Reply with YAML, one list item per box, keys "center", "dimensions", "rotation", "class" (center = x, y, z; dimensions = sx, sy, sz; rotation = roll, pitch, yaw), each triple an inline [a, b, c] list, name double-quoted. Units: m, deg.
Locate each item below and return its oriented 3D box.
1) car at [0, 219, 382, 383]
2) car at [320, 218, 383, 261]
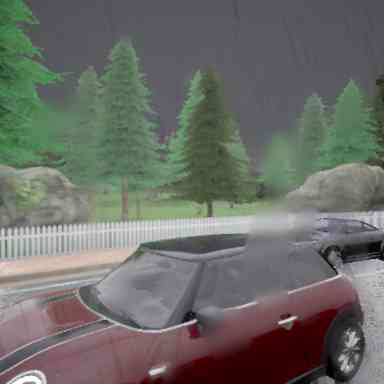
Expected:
- center: [-0.055, 1.348, 3.829]
  dimensions: [4.553, 1.767, 2.097]
  rotation: [0, 0, -35]
  class: "car"
- center: [4.598, 1.549, 10.790]
  dimensions: [4.181, 1.385, 1.994]
  rotation: [0, 0, -28]
  class: "car"
